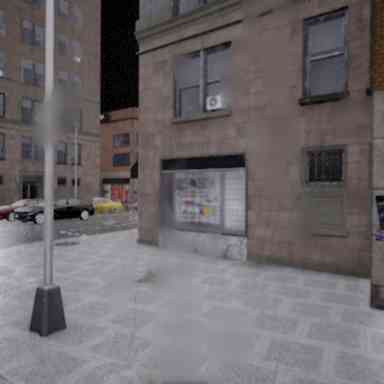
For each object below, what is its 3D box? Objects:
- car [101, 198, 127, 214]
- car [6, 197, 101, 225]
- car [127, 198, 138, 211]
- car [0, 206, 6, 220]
[{"bbox_3d":[-7.806,1.063,26.618,1.752,1.417,4.829,1,1,36],"label":"car"},{"bbox_3d":[-8.535,1.089,20.949,1.882,1.535,5.008,1,1,35],"label":"car"},{"bbox_3d":[-4.478,1.066,31.202,1.802,1.307,4.206,1,1,36],"label":"car"},{"bbox_3d":[-10.934,1.133,22.313,1.887,1.381,4.507,1,1,36],"label":"car"}]
